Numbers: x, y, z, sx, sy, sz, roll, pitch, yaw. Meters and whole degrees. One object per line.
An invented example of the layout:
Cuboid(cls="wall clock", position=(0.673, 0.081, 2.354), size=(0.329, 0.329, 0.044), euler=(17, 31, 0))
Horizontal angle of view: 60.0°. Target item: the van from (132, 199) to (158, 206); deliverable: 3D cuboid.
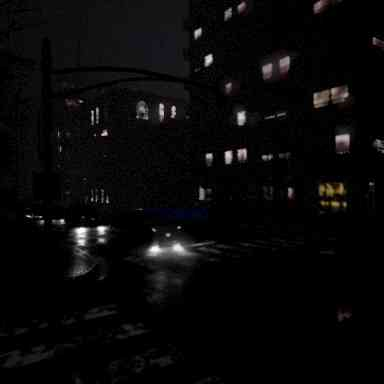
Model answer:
Cuboid(cls="van", position=(-3.816, 1.541, 29.221), size=(1.690, 1.788, 3.998), euler=(-2, 0, -36))

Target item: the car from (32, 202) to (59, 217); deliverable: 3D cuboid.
Cuboid(cls="car", position=(-14.635, 1.865, 34.256), size=(1.882, 1.535, 5.008), euler=(-1, 0, -36))

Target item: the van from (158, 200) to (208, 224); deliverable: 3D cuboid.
Cuboid(cls="van", position=(-0.547, 1.471, 24.750), size=(1.690, 1.788, 3.998), euler=(-2, 0, -36))

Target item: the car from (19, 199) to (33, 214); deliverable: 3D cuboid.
Cuboid(cls="car", position=(-20.749, 1.998, 42.684), size=(1.882, 1.535, 5.008), euler=(-1, 0, -36))

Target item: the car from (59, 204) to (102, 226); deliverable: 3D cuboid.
Cuboid(cls="car", position=(-8.581, 1.762, 25.957), size=(1.837, 1.490, 4.892), euler=(-1, 0, -36))

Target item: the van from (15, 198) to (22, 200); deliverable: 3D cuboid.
Cuboid(cls="van", position=(-39.774, 2.333, 78.398), size=(1.690, 1.788, 3.998), euler=(-2, 0, -36))

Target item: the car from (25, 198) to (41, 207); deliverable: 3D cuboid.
Cuboid(cls="car", position=(-33.236, 2.159, 69.456), size=(2.192, 1.841, 5.009), euler=(-2, 0, -36))

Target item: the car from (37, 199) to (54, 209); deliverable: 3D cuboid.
Cuboid(cls="car", position=(-26.696, 2.139, 60.517), size=(1.967, 1.590, 4.097), euler=(-2, 0, -36))

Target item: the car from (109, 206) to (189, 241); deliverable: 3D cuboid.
Cuboid(cls="car", position=(-2.685, 1.678, 17.894), size=(2.033, 1.411, 5.357), euler=(-1, 0, -36))
